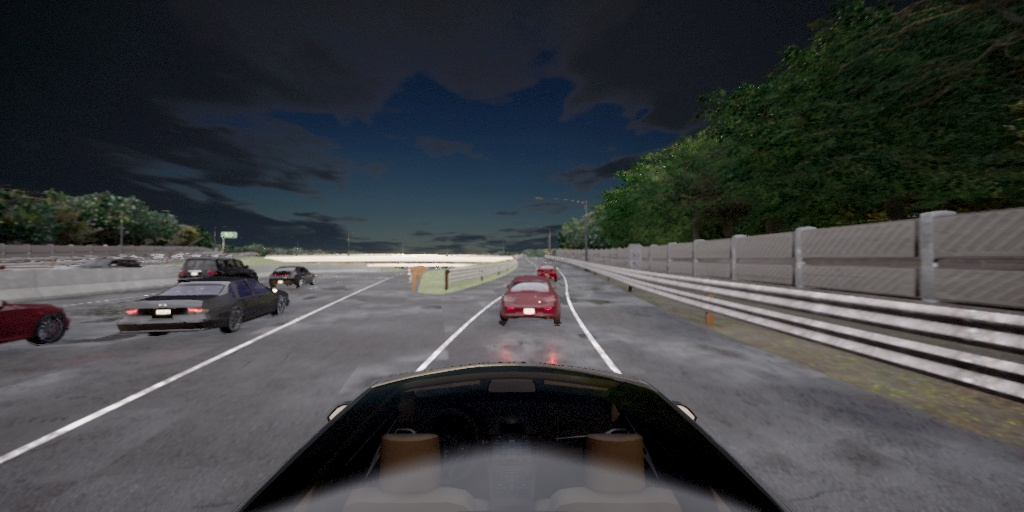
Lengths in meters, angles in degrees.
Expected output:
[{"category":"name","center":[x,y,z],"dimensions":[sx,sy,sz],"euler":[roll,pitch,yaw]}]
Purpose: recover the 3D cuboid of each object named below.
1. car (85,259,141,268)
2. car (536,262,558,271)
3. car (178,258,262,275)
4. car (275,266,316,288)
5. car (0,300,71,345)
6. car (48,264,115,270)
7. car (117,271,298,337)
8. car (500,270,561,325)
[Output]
[{"category":"car","center":[-34.925,1.246,30.875],"dimensions":[2.150,2.045,5.566],"euler":[0,-1,-13]},{"category":"car","center":[3.317,1.513,33.936],"dimensions":[1.882,1.535,5.008],"euler":[0,0,7]},{"category":"car","center":[-18.425,1.132,22.722],"dimensions":[2.150,2.045,5.566],"euler":[0,-1,-13]},{"category":"car","center":[-15.487,1.464,25.489],"dimensions":[1.837,1.490,4.892],"euler":[0,-1,-13]},{"category":"car","center":[-10.962,1.266,6.429],"dimensions":[1.812,1.442,4.674],"euler":[0,0,-13]},{"category":"car","center":[-29.685,1.432,23.853],"dimensions":[1.812,1.442,4.674],"euler":[0,-1,-13]},{"category":"car","center":[-8.439,1.333,10.516],"dimensions":[2.033,1.411,5.357],"euler":[0,-1,-13]},{"category":"car","center":[0.653,1.378,12.155],"dimensions":[1.812,1.442,4.674],"euler":[0,-1,4]}]
